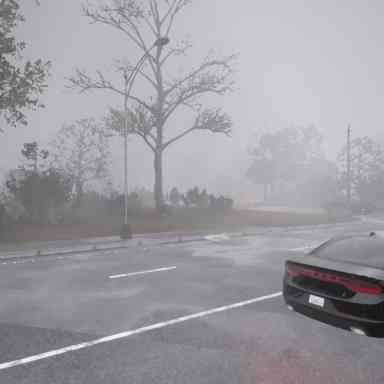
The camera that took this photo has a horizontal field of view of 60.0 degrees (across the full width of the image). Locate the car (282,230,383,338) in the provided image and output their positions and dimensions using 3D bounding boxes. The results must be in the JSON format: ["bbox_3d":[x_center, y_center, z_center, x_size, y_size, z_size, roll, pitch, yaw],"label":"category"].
[{"bbox_3d":[3.904,1.479,6.412,5.008,1.535,1.882,0,0,-35],"label":"car"}]

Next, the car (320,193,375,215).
[{"bbox_3d":[16.222,1.219,35.040,2.150,2.045,5.566,0,1,-30],"label":"car"}]

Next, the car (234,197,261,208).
[{"bbox_3d":[8.269,1.542,49.955,1.882,1.535,5.008,0,-1,-26],"label":"car"}]
